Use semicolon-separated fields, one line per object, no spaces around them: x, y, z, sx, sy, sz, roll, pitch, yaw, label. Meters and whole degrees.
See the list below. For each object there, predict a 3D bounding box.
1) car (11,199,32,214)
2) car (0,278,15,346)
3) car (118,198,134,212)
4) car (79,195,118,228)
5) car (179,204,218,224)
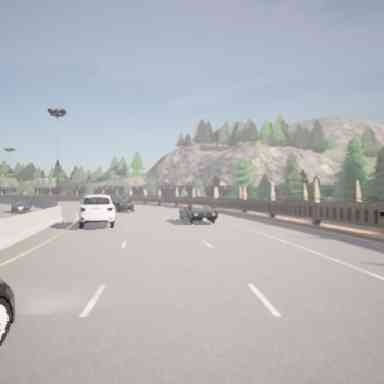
-19.240;1.586;37.596;2.128;1.511;4.902;0;0;-25;car
-3.627;1.512;3.265;1.837;1.490;4.892;0;0;-2;car
-7.994;1.492;38.481;2.128;1.511;4.902;0;0;-22;car
-6.329;1.219;22.438;2.150;2.045;5.566;0;0;-14;car
0.340;1.555;24.523;1.895;1.301;4.718;0;0;-14;car
